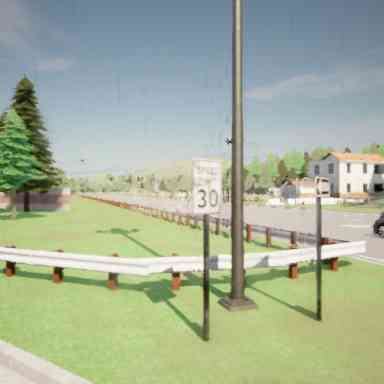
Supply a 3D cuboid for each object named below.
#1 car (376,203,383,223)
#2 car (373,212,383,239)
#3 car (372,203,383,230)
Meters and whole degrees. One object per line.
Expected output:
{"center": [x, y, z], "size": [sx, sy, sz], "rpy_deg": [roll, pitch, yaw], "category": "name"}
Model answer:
{"center": [15.054, 1.477, 21.618], "size": [2.033, 1.411, 5.357], "rpy_deg": [0, 0, -21], "category": "car"}
{"center": [10.345, 1.457, 14.456], "size": [1.837, 1.490, 4.892], "rpy_deg": [0, 0, -21], "category": "car"}
{"center": [12.677, 1.432, 18.093], "size": [2.128, 1.511, 4.902], "rpy_deg": [0, 0, -21], "category": "car"}
